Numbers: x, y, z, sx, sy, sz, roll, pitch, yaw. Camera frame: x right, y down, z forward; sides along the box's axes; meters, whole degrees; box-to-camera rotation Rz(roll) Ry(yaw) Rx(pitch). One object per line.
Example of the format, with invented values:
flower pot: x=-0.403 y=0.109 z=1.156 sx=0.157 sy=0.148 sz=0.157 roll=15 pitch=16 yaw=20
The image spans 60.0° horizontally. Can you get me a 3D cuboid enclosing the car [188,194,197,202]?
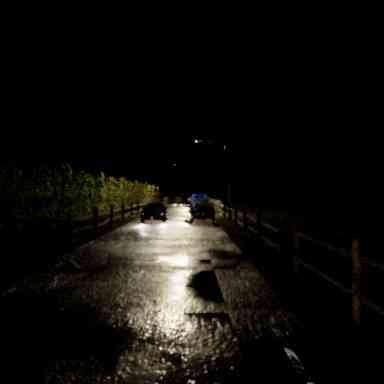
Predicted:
car: x=0.011 y=1.483 z=79.012 sx=2.097 sy=1.767 sz=4.553 roll=0 pitch=0 yaw=0

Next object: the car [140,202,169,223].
car: x=-2.845 y=1.554 z=25.980 sx=1.812 sy=1.442 sz=4.674 roll=0 pitch=0 yaw=0

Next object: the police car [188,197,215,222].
police car: x=0.828 y=1.456 z=27.163 sx=1.930 sy=1.638 sz=5.238 roll=0 pitch=0 yaw=0

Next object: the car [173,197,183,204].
car: x=-2.747 y=1.681 z=66.743 sx=1.994 sy=1.385 sz=4.181 roll=0 pitch=0 yaw=0

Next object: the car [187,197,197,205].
car: x=0.009 y=1.707 z=62.528 sx=1.895 sy=1.301 sz=4.718 roll=0 pitch=0 yaw=0

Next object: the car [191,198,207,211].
car: x=0.831 y=1.535 z=43.052 sx=1.882 sy=1.535 sz=5.008 roll=0 pitch=0 yaw=0

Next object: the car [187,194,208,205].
car: x=0.830 y=1.272 z=37.083 sx=2.150 sy=2.045 sz=5.566 roll=0 pitch=0 yaw=0
